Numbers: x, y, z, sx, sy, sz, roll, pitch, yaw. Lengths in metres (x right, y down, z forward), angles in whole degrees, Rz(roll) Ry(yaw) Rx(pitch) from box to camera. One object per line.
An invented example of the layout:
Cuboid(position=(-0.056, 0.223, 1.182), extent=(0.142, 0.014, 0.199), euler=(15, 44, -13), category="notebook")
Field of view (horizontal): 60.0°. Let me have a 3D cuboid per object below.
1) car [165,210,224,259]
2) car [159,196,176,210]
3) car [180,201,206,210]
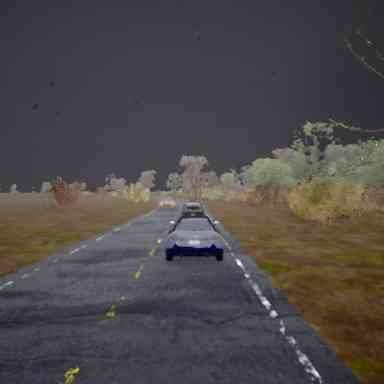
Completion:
Cuboid(position=(0.086, 1.581, 12.615), extent=(1.994, 1.385, 4.181), euler=(0, 0, 0), category="car")
Cuboid(position=(-3.184, 1.404, 43.990), extent=(2.097, 1.767, 4.553), euler=(0, 0, -1), category="car")
Cuboid(position=(0.090, 1.539, 28.458), extent=(1.837, 1.490, 4.892), euler=(0, 0, 0), category="car")
